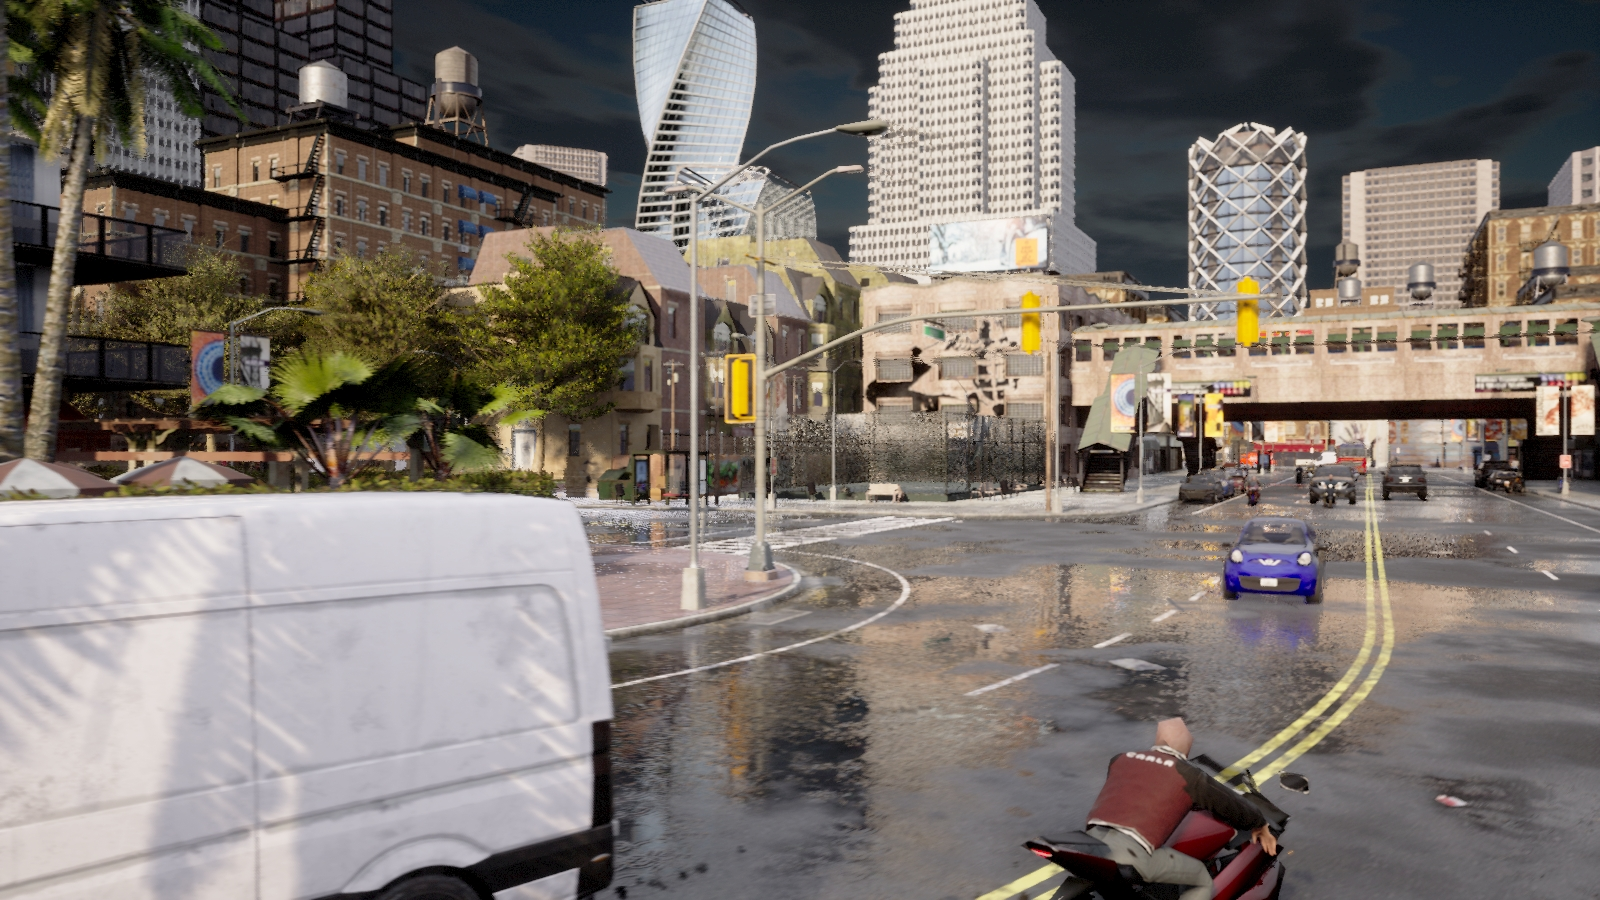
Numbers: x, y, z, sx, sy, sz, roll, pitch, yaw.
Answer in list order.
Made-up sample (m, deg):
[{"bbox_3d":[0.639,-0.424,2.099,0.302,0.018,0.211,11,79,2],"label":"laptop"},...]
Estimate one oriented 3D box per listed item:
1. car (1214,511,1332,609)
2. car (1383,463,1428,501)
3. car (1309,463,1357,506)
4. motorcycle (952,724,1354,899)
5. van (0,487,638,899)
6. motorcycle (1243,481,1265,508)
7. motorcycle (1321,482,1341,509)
[{"bbox_3d":[9.197,2.041,22.058,1.845,1.501,3.633,0,0,27],"label":"car"},{"bbox_3d":[34.719,1.788,65.655,2.150,2.045,5.566,0,0,26],"label":"car"},{"bbox_3d":[28.344,1.787,60.679,2.150,2.045,5.566,0,0,26],"label":"car"},{"bbox_3d":[1.788,2.206,5.539,2.209,1.251,0.867,0,0,-43],"label":"motorcycle"},{"bbox_3d":[-3.812,1.536,5.229,5.915,2.561,1.988,0,0,-40],"label":"van"},{"bbox_3d":[22.873,2.215,57.518,0.867,1.251,2.209,0,0,26],"label":"motorcycle"},{"bbox_3d":[25.920,2.191,55.781,0.856,1.236,1.805,0,0,26],"label":"motorcycle"}]
